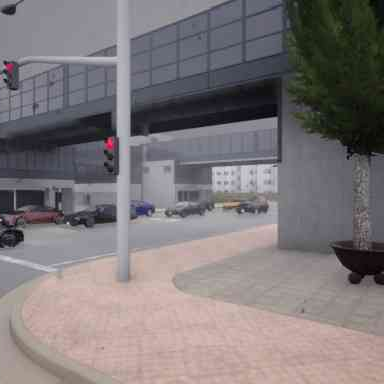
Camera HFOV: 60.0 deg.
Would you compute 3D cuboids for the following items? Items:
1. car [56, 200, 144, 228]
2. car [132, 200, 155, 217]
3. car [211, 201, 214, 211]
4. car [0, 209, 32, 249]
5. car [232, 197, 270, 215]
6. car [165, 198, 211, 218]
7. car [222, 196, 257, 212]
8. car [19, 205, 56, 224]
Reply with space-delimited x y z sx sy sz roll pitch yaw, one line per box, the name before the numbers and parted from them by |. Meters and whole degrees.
car | -6.114 1.547 22.726 2.033 1.411 5.357 0 0 36
car | -5.434 1.478 29.634 1.882 1.535 5.008 0 0 36
car | 0.691 1.491 38.086 2.128 1.511 4.902 0 0 36
car | -8.747 1.564 12.675 1.994 1.385 4.181 0 0 35
car | 6.227 1.504 33.466 1.837 1.490 4.892 0 0 36
car | -0.507 1.526 30.459 1.812 1.442 4.674 0 0 36
car | 5.320 1.478 38.497 1.882 1.535 5.008 0 0 36
car | -10.702 1.564 22.356 1.994 1.385 4.181 0 0 36
